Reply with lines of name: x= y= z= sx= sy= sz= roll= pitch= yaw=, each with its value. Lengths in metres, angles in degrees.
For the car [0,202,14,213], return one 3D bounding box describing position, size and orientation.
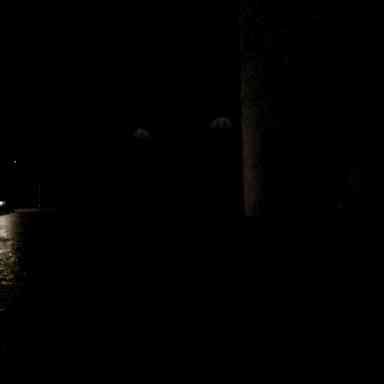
car: x=-25.876 y=2.052 z=45.572 sx=2.163 sy=1.488 sz=4.792 roll=-1 pitch=0 yaw=-17
